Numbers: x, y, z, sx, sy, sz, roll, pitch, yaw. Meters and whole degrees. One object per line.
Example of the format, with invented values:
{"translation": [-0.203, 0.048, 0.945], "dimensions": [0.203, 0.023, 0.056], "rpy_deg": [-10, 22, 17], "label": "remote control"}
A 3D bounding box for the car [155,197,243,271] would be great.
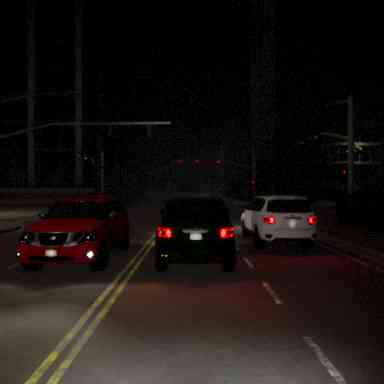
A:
{"translation": [0.092, 1.155, 10.748], "dimensions": [2.150, 2.045, 5.566], "rpy_deg": [0, 0, 0], "label": "car"}

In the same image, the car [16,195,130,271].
{"translation": [-3.509, 1.154, 11.037], "dimensions": [2.150, 2.045, 5.566], "rpy_deg": [0, 0, 0], "label": "car"}

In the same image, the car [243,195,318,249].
{"translation": [3.496, 1.133, 14.216], "dimensions": [2.150, 2.045, 5.566], "rpy_deg": [0, 0, 0], "label": "car"}
